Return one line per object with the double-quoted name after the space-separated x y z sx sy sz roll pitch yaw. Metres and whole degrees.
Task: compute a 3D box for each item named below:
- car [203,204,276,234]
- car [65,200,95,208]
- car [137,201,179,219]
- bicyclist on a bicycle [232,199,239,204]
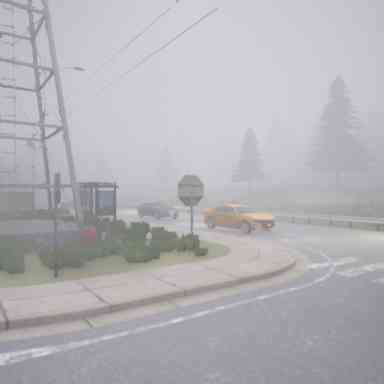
2.683 1.473 19.600 1.882 1.535 5.008 0 0 -34 "car"
-14.982 1.561 44.033 4.181 1.385 1.994 0 0 1 "car"
-2.913 1.487 27.811 2.128 1.511 4.902 0 0 -34 "car"
3.918 1.398 30.247 1.656 1.620 0.582 -7 4 -34 "bicyclist on a bicycle"
